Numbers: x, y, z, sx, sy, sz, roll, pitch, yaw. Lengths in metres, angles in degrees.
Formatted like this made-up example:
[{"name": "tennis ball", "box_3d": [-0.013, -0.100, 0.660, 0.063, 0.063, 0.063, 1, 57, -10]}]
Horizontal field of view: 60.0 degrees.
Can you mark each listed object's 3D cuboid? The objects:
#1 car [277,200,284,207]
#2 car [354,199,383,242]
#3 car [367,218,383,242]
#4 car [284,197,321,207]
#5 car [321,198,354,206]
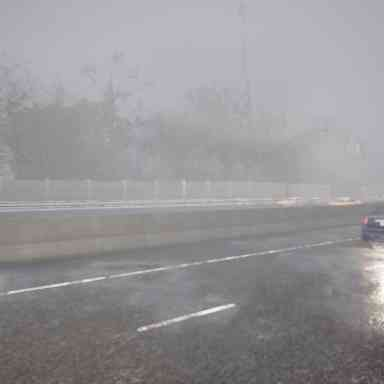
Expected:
[{"name": "car", "box_3d": [13.192, 1.447, 43.490, 5.008, 1.535, 1.882, 0, 0, -35]}, {"name": "car", "box_3d": [9.631, 1.336, 14.921, 4.553, 1.767, 2.097, 0, 0, -36]}, {"name": "car", "box_3d": [6.971, 1.480, 8.721, 4.902, 1.511, 2.128, 0, 0, -36]}, {"name": "car", "box_3d": [13.513, 1.497, 39.423, 4.674, 1.442, 1.812, 0, 0, -35]}, {"name": "car", "box_3d": [17.258, 1.447, 37.796, 5.008, 1.535, 1.882, 0, 0, -35]}]
